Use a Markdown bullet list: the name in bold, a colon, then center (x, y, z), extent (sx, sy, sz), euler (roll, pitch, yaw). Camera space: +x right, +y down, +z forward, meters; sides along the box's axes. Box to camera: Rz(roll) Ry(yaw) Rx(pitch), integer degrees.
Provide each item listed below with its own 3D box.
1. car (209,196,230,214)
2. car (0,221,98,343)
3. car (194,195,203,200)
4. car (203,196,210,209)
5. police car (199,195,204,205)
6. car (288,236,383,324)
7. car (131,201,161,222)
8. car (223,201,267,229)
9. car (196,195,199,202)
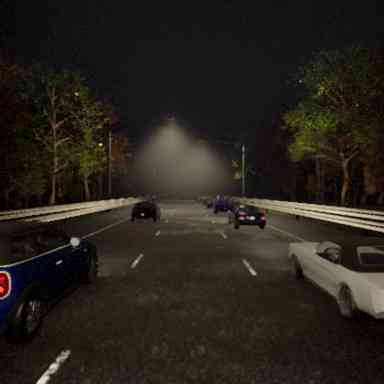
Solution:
- **car**: center (3.203, 1.482, 34.861), extent (1.882, 1.535, 5.008), euler (0, 0, -1)
- **car**: center (-3.429, 1.355, 6.620), extent (2.097, 1.767, 4.553), euler (0, 0, 0)
- **car**: center (1.771, 1.484, 90.059), extent (2.163, 1.488, 4.792), euler (0, 0, -2)
- **car**: center (3.010, 1.565, 45.897), extent (1.994, 1.385, 4.181), euler (0, 0, -1)
- **police car**: center (2.768, 1.424, 57.042), extent (1.930, 1.638, 5.238), euler (0, 0, -1)
- **car**: center (3.573, 1.603, 7.126), extent (1.895, 1.301, 4.718), euler (0, 0, 0)
- **car**: center (-3.591, 1.483, 26.550), extent (1.882, 1.535, 5.008), euler (0, 0, -1)
- **car**: center (3.466, 1.553, 21.707), extent (2.033, 1.411, 5.357), euler (0, 0, -1)
- **car**: center (2.485, 1.487, 67.965), extent (2.128, 1.511, 4.902), euler (0, 0, -2)
